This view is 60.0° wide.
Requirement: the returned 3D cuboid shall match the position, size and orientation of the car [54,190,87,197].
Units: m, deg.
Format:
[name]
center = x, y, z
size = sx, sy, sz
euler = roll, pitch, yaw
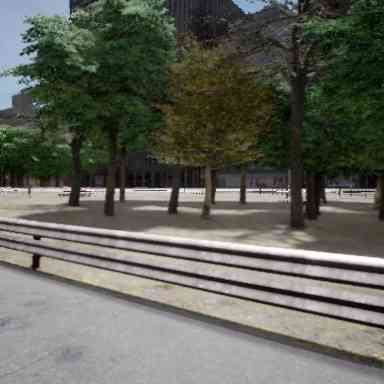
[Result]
[car]
center = -17.977, -0.014, 49.375
size = 4.674, 1.442, 1.812
euler = 0, 1, -5
